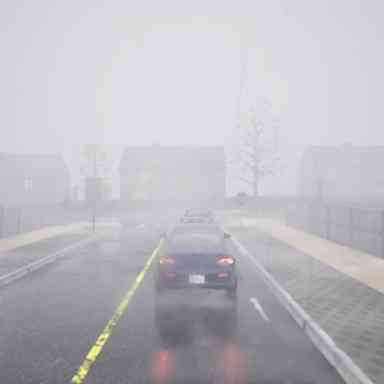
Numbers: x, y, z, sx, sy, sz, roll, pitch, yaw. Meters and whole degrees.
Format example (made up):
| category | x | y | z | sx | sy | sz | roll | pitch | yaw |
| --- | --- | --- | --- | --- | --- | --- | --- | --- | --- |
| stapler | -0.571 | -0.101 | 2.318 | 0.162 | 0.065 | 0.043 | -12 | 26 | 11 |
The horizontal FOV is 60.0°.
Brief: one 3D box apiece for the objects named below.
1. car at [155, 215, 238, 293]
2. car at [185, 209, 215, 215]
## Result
| category | x | y | z | sx | sy | sz | roll | pitch | yaw |
| --- | --- | --- | --- | --- | --- | --- | --- | --- | --- |
| car | 0.088 | 1.561 | 8.860 | 1.812 | 1.442 | 4.674 | 0 | 0 | 0 |
| car | 0.473 | 1.693 | 21.023 | 1.895 | 1.301 | 4.718 | 0 | 0 | 6 |
